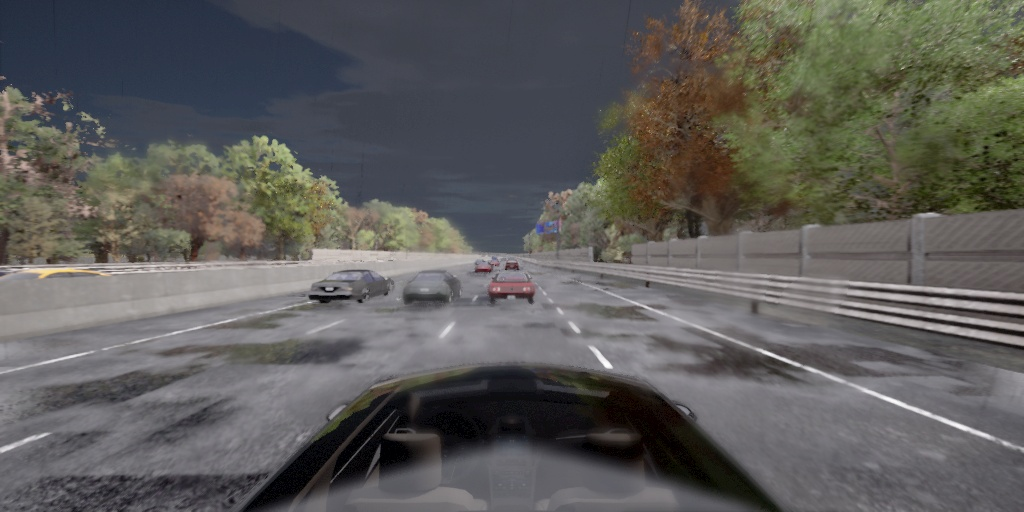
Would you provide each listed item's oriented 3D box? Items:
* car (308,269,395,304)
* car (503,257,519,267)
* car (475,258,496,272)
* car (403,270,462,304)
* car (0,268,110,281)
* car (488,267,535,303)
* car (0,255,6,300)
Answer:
[{"bbox_3d":[-7.000,1.308,16.266,2.033,1.411,5.357,0,0,0],"label":"car"},{"bbox_3d":[-0.001,1.264,51.998,1.882,1.535,5.008,0,0,0],"label":"car"},{"bbox_3d":[-3.496,1.345,45.599,1.994,1.385,4.181,0,0,0],"label":"car"},{"bbox_3d":[-3.501,1.324,16.373,1.994,1.385,4.181,0,0,0],"label":"car"},{"bbox_3d":[-17.592,1.236,13.454,1.882,1.535,5.008,0,0,0],"label":"car"},{"bbox_3d":[-0.001,1.361,16.547,1.895,1.301,4.718,0,0,0],"label":"car"},{"bbox_3d":[-24.591,0.979,13.880,2.150,2.045,5.566,0,0,0],"label":"car"}]
